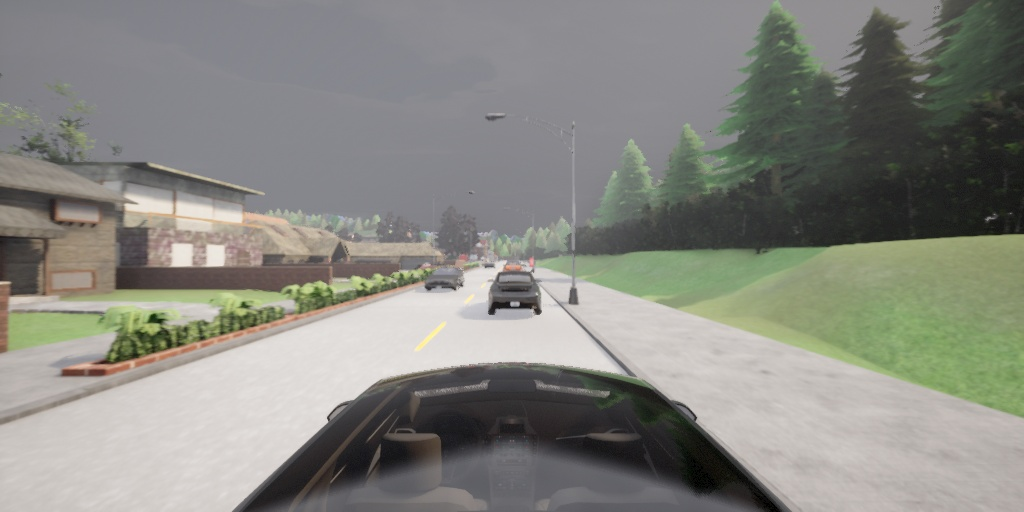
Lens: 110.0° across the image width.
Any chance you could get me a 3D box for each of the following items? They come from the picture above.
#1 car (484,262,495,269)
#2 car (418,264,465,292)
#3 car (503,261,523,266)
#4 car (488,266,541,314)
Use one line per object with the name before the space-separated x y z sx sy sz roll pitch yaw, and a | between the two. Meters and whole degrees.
car | -4.037 1.672 64.927 1.895 1.301 4.718 0 0 0
car | -4.102 1.402 22.759 2.033 1.411 5.357 0 0 0
car | 0.095 1.285 38.543 2.097 1.767 4.553 0 0 0
car | 0.098 1.318 14.151 1.837 1.490 4.892 0 0 0
